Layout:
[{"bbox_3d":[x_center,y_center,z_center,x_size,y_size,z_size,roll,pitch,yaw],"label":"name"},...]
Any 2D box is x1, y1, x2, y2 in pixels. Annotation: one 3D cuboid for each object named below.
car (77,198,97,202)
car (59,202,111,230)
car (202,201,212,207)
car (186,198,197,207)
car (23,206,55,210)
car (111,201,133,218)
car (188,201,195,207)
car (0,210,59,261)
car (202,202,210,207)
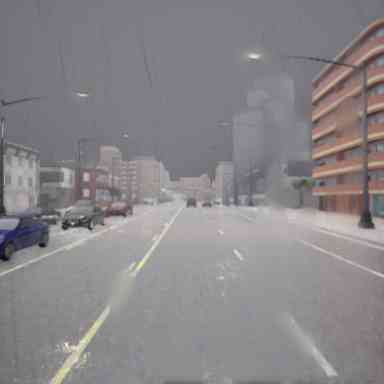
[{"bbox_3d":[-10.594,1.534,32.928,2.097,1.767,4.553,0,0,0],"label":"car"},{"bbox_3d":[-7.116,1.645,22.252,1.837,1.490,4.892,0,0,0],"label":"car"},{"bbox_3d":[3.418,2.690,73.802,1.812,1.442,4.674,0,-3,0],"label":"car"},{"bbox_3d":[-0.081,2.349,73.048,2.150,2.045,5.566,0,-3,0],"label":"car"},{"bbox_3d":[-10.615,1.694,22.709,2.033,1.411,5.357,0,0,0],"label":"car"},{"bbox_3d":[-7.095,1.659,33.031,1.882,1.535,5.008,0,0,0],"label":"car"},{"bbox_3d":[-0.091,2.981,82.592,1.812,1.442,4.674,0,-2,0],"label":"car"},{"bbox_3d":[-7.111,1.634,12.910,1.812,1.442,4.674,0,0,0],"label":"car"},{"bbox_3d":[3.409,3.054,82.623,1.895,1.301,4.718,0,-2,0],"label":"car"}]
